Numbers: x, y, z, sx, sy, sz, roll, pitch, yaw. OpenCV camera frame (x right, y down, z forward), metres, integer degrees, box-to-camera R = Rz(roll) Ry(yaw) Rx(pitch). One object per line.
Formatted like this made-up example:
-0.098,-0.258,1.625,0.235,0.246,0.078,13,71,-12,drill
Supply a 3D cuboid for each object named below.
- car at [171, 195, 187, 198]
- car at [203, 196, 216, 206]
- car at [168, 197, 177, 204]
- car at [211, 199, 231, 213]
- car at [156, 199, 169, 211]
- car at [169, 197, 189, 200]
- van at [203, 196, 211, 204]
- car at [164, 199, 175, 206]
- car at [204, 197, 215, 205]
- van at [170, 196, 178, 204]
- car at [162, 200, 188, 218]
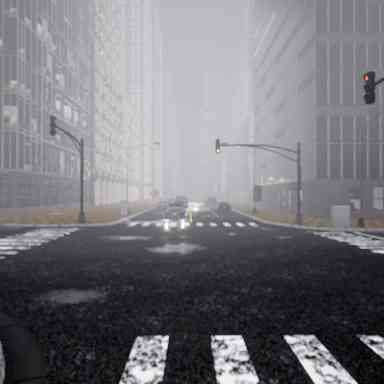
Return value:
-1.697,1.584,53.532,2.150,2.045,5.566,0,0,0,car
3.645,1.739,63.399,2.192,1.841,5.009,0,0,0,car
-4.307,1.925,74.403,1.967,1.590,4.097,0,0,0,car
3.836,1.857,41.290,1.947,1.339,4.313,0,0,0,car
-4.129,1.907,46.765,1.802,1.307,4.206,0,0,0,car
-1.638,1.806,43.007,1.837,1.490,4.892,0,0,0,car
3.538,1.858,79.982,1.690,1.788,3.998,0,0,0,van
-4.235,1.989,63.347,1.947,1.339,4.313,0,0,0,car
3.609,1.895,68.927,1.967,1.590,4.097,0,0,0,car
-4.342,1.857,79.931,1.690,1.788,3.998,0,0,0,van
-1.575,1.762,32.645,1.812,1.442,4.674,0,0,0,car
